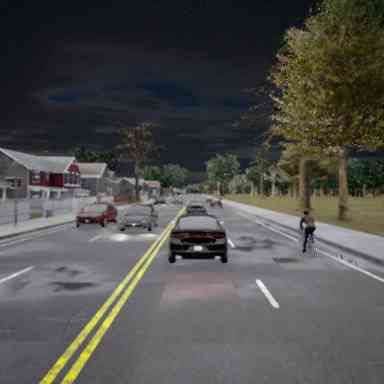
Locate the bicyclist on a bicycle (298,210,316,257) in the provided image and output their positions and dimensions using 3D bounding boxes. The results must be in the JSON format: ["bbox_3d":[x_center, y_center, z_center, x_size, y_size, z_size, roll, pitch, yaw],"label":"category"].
[{"bbox_3d":[4.256,1.504,12.265,0.582,1.620,1.656,0,0,0],"label":"bicyclist on a bicycle"}]

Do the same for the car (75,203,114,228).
[{"bbox_3d":[-6.390,1.520,22.855,1.882,1.535,5.008,0,0,1],"label":"car"}]

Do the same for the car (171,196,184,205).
[{"bbox_3d":[-2.691,1.517,62.068,2.097,1.767,4.553,0,0,1],"label":"car"}]

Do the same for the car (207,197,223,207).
[{"bbox_3d":[3.864,1.696,54.094,1.812,1.442,4.674,0,0,0],"label":"car"}]

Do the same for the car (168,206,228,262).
[{"bbox_3d":[0.208,1.513,12.260,1.882,1.535,5.008,0,0,1],"label":"car"}]

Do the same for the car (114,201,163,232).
[{"bbox_3d":[-3.163,1.552,20.602,1.837,1.490,4.892,0,0,1],"label":"car"}]

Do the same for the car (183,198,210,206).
[{"bbox_3d":[0.387,1.596,30.720,1.837,1.490,4.892,0,0,1],"label":"car"}]

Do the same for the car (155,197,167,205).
[{"bbox_3d":[-5.913,1.713,63.477,2.033,1.411,5.357,0,0,1],"label":"car"}]
